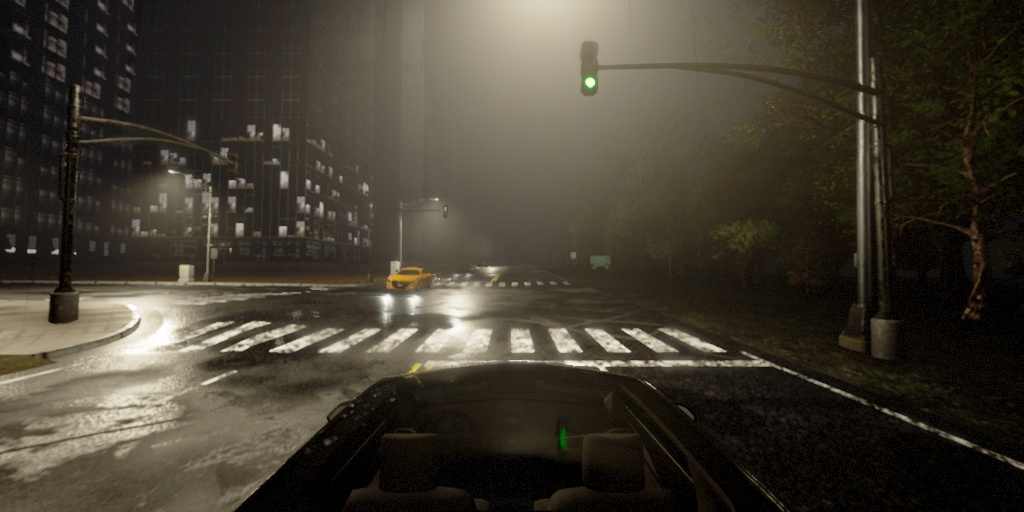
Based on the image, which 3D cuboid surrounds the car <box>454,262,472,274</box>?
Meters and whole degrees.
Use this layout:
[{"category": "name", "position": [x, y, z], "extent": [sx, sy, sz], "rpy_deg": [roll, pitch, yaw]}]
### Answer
[{"category": "car", "position": [-6.518, 1.599, 48.160], "extent": [1.882, 1.535, 5.008], "rpy_deg": [0, 1, 0]}]

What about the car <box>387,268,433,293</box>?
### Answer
[{"category": "car", "position": [-6.474, 1.509, 23.230], "extent": [1.882, 1.535, 5.008], "rpy_deg": [2, -2, 0]}]
